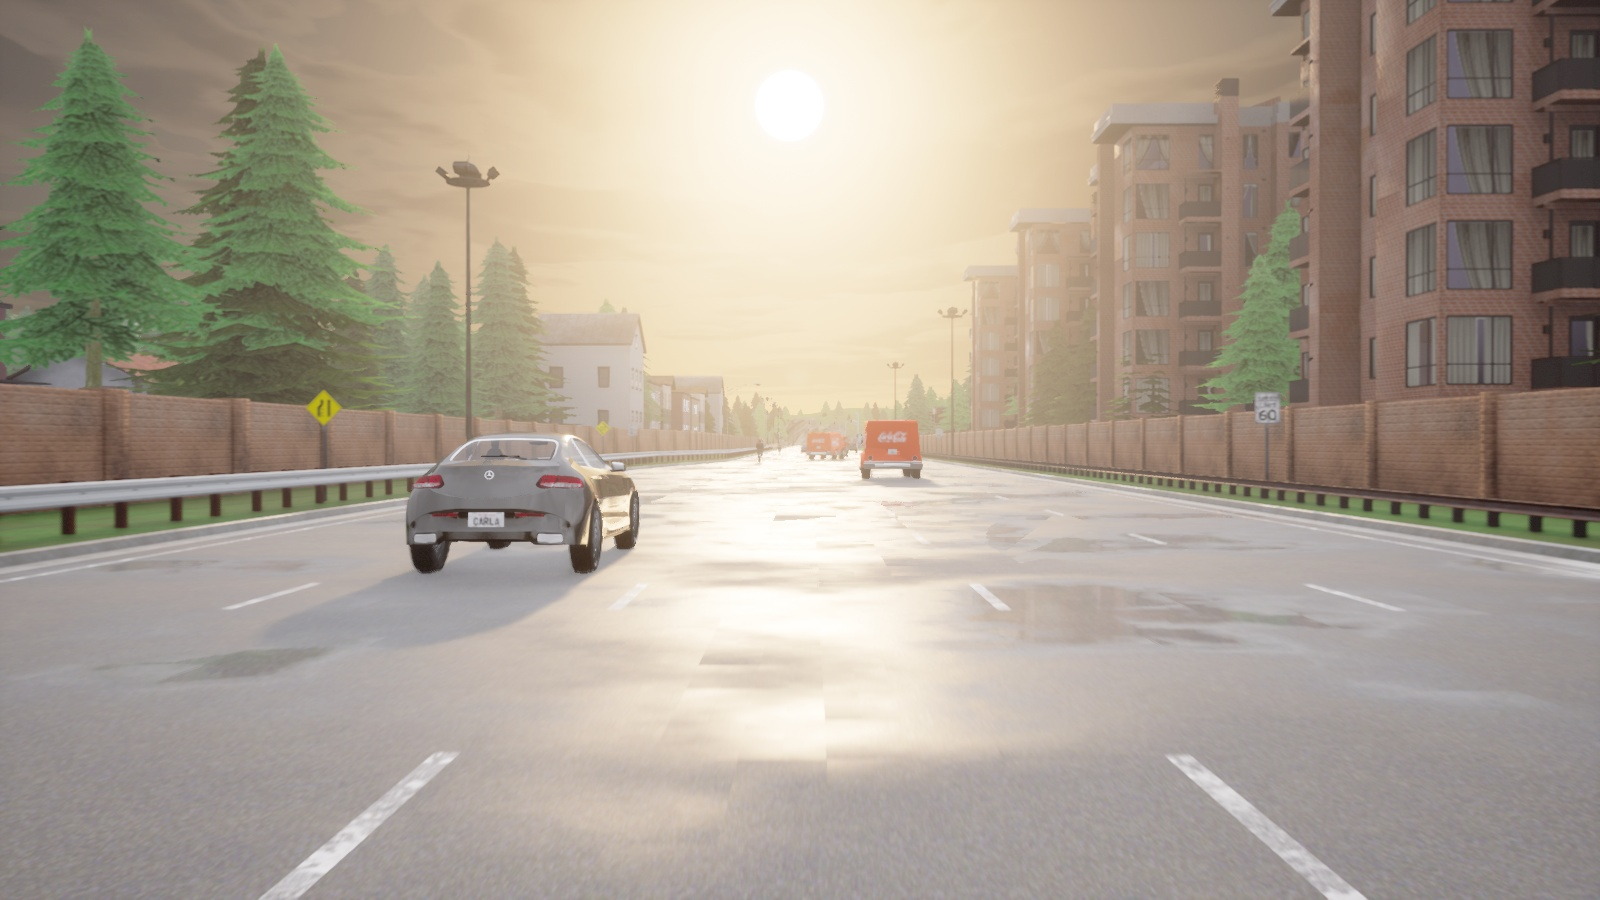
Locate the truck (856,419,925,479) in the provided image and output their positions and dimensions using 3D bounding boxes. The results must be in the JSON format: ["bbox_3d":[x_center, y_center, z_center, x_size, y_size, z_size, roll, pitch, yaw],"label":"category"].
[{"bbox_3d":[3.824,-0.040,54.136,2.627,2.467,5.204,0,0,0],"label":"truck"}]

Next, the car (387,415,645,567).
[{"bbox_3d":[-3.393,0.432,16.130,2.152,1.651,5.027,0,0,0],"label":"car"}]
